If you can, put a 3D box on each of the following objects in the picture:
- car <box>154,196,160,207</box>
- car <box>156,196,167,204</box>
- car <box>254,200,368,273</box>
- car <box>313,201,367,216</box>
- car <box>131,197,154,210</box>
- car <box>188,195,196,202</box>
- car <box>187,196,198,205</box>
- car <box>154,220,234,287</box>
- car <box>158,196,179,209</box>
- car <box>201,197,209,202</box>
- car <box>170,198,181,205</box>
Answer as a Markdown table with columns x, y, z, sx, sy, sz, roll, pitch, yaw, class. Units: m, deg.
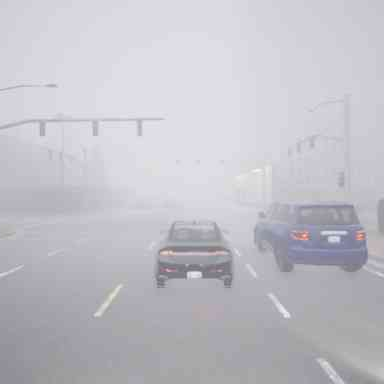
| x | y | z | sx | sy | sz | roll | pitch | yaw | class |
| --- | --- | --- | --- | --- | --- | --- | --- | --- | --- |
| -7.087 | 1.648 | 55.722 | 2.097 | 1.767 | 4.553 | 0 | 0 | 0 | car |
| -7.003 | 1.759 | 76.090 | 2.097 | 1.767 | 4.553 | 0 | 0 | 0 | car |
| 3.573 | 1.283 | 11.031 | 2.150 | 2.045 | 5.566 | 0 | 0 | 0 | car |
| 15.582 | 1.748 | 35.260 | 4.892 | 1.490 | 1.837 | 0 | 0 | 0 | car |
| -7.147 | 1.601 | 46.898 | 2.097 | 1.767 | 4.553 | 0 | 0 | 2 | car |
| -0.003 | 1.826 | 88.578 | 2.097 | 1.767 | 4.553 | 0 | 0 | 0 | car |
| 0.098 | 1.857 | 68.754 | 2.128 | 1.511 | 4.902 | 0 | 0 | 0 | car |
| 0.065 | 1.543 | 9.445 | 2.128 | 1.511 | 4.902 | 0 | 0 | 0 | car |
| -3.589 | 1.821 | 51.514 | 2.033 | 1.411 | 5.357 | 0 | 0 | 0 | car |
| 3.497 | 1.995 | 88.453 | 2.128 | 1.511 | 4.902 | 0 | 0 | 0 | car |
| -3.503 | 1.920 | 71.509 | 2.033 | 1.411 | 5.357 | 0 | 0 | 0 | car |
